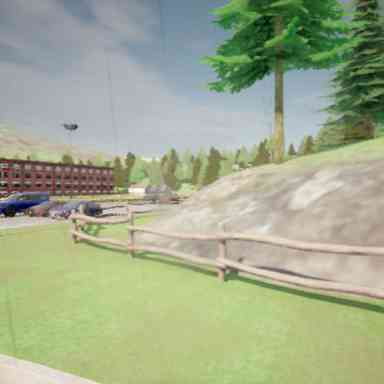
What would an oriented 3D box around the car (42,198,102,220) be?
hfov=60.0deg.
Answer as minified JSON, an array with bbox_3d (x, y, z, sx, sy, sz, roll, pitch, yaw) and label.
[{"bbox_3d":[-9.321,1.415,26.899,1.812,1.442,4.674,0,0,28],"label":"car"}]

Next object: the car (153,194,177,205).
[{"bbox_3d":[-3.613,1.051,52.204,2.097,1.767,4.553,0,1,29],"label":"car"}]

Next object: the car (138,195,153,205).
[{"bbox_3d":[-6.726,1.216,53.805,1.837,1.490,4.892,0,0,29],"label":"car"}]

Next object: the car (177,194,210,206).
[{"bbox_3d":[0.261,1.226,51.970,2.033,1.411,5.357,0,0,29],"label":"car"}]

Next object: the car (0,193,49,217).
[{"bbox_3d":[-15.460,1.127,30.278,2.150,2.045,5.566,0,0,28],"label":"car"}]

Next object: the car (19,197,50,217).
[{"bbox_3d":[-12.227,1.458,28.896,1.994,1.385,4.181,0,0,28],"label":"car"}]
